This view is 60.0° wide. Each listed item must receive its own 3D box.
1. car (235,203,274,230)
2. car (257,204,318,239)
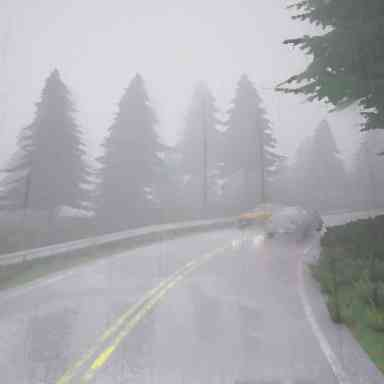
[{"bbox_3d":[4.719,1.521,21.552,1.882,1.535,5.008,-5,-2,42],"label":"car"},{"bbox_3d":[5.115,1.434,16.518,1.812,1.442,4.674,-4,-1,32],"label":"car"}]
